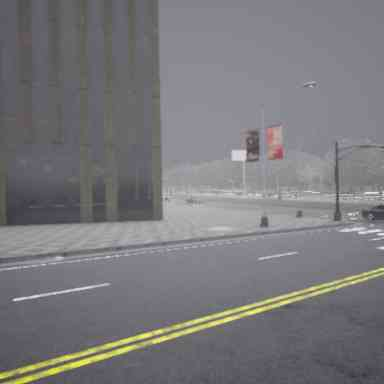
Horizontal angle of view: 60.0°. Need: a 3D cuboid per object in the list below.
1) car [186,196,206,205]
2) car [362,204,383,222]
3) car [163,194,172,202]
[{"bbox_3d":[0.552,1.404,56.246,1.837,1.490,4.892,-2,3,-26],"label":"car"},{"bbox_3d":[15.687,1.681,25.739,1.837,1.490,4.892,-1,1,-26],"label":"car"},{"bbox_3d":[-5.835,1.179,69.112,1.882,1.535,5.008,-2,1,-26],"label":"car"}]
